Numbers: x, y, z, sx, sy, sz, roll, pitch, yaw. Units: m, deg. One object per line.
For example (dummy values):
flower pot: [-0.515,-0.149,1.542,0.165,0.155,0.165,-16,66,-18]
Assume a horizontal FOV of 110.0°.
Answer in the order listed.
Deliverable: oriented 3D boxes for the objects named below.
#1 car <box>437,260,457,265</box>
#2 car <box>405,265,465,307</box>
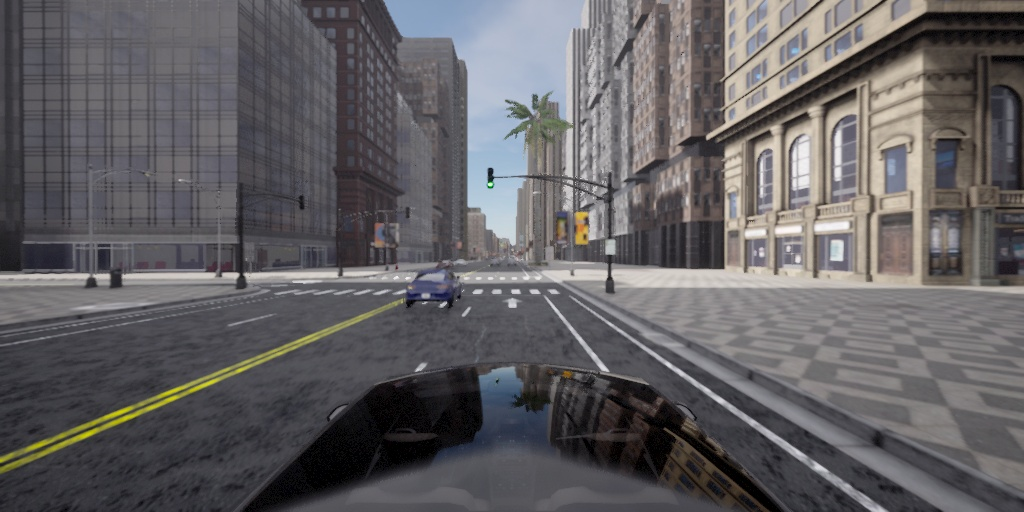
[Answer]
car: [-9.804,1.290,52.953,1.812,1.442,4.674,0,0,1]
car: [-3.235,1.273,15.287,1.812,1.442,4.674,0,0,-3]
